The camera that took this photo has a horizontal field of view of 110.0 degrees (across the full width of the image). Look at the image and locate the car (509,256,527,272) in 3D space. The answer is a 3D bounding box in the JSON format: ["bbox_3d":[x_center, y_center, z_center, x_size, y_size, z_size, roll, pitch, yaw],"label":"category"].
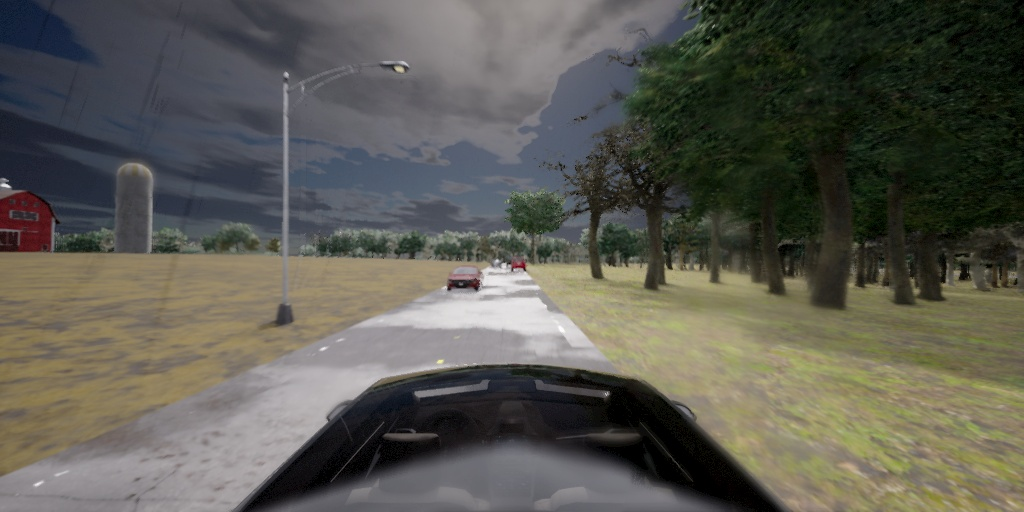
[{"bbox_3d":[0.939,1.153,51.388,2.150,2.045,5.566,0,0,0],"label":"car"}]

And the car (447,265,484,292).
[{"bbox_3d":[-2.852,1.338,22.592,1.882,1.535,5.008,0,0,0],"label":"car"}]

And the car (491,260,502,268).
[{"bbox_3d":[-2.787,1.419,64.729,2.128,1.511,4.902,0,0,0],"label":"car"}]
